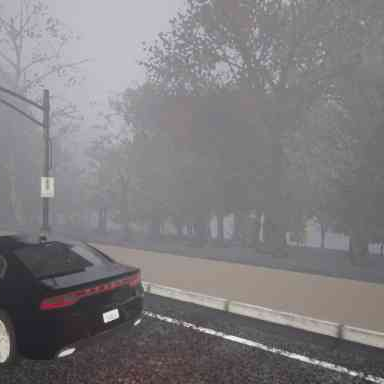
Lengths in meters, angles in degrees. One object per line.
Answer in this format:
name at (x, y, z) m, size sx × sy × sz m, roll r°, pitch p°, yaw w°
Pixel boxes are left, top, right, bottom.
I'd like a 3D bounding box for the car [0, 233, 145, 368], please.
car at (-3.051, 1.477, 5.855) m, size 5.008 × 1.535 × 1.882 m, roll 0°, pitch 0°, yaw 37°
